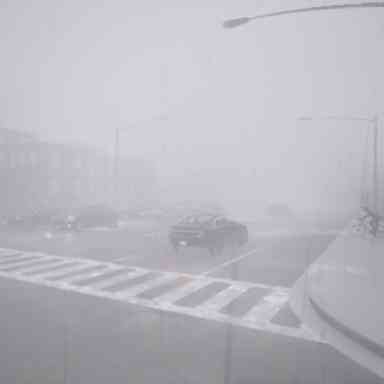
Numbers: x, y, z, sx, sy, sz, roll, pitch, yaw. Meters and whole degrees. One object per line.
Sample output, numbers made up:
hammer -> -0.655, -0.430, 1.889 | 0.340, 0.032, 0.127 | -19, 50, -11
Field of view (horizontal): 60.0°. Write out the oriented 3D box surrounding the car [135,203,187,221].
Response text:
car -> -2.682, 1.959, 29.960 | 1.895, 1.301, 4.718 | 0, -1, 29

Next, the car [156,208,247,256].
car -> 0.859, 1.682, 14.236 | 2.128, 1.511, 4.902 | 0, -1, 29

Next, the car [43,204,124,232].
car -> -7.021, 1.574, 21.969 | 2.097, 1.767, 4.553 | 0, -1, 28

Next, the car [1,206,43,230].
car -> -10.493, 1.696, 22.910 | 2.128, 1.511, 4.902 | 0, -1, 29

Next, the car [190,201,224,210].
car -> 2.095, 1.859, 38.713 | 2.097, 1.767, 4.553 | 0, -1, 29

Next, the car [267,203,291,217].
car -> 10.120, 2.063, 38.462 | 2.128, 1.511, 4.902 | 0, -1, 28

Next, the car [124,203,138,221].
car -> -5.934, 1.825, 31.305 | 1.882, 1.535, 5.008 | 0, -1, 28

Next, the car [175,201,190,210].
car -> -1.258, 1.846, 39.880 | 2.097, 1.767, 4.553 | 0, -1, 29

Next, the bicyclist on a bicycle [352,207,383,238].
bicyclist on a bicycle -> 9.434, 1.606, 17.736 | 1.656, 1.620, 0.582 | 0, -1, 28
